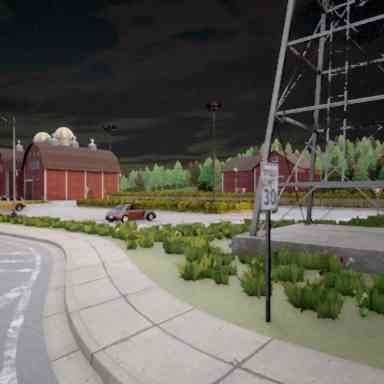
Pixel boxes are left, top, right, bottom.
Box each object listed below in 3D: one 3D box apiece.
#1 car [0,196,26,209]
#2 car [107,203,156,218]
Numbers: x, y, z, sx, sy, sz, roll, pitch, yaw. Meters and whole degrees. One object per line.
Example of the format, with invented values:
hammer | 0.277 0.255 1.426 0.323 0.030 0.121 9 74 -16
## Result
car | -22.219 1.371 39.376 1.932 1.855 4.605 0 0 39
car | -4.605 1.549 25.408 1.784 1.438 3.905 0 0 39
